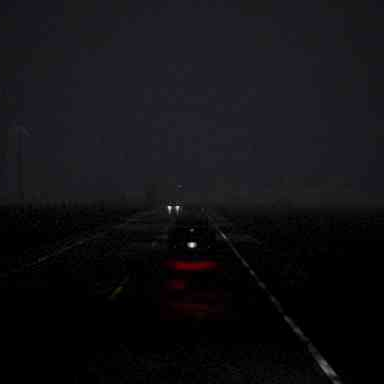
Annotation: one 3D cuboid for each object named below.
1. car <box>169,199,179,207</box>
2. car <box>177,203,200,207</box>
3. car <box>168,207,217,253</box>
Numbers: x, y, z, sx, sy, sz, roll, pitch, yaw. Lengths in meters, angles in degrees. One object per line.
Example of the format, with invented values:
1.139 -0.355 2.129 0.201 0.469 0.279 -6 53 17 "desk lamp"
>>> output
-3.500 2.086 65.445 1.837 1.490 4.892 0 -1 0 "car"
0.002 1.813 28.986 2.033 1.411 5.357 0 0 0 "car"
0.005 1.642 14.298 1.837 1.490 4.892 0 0 0 "car"
